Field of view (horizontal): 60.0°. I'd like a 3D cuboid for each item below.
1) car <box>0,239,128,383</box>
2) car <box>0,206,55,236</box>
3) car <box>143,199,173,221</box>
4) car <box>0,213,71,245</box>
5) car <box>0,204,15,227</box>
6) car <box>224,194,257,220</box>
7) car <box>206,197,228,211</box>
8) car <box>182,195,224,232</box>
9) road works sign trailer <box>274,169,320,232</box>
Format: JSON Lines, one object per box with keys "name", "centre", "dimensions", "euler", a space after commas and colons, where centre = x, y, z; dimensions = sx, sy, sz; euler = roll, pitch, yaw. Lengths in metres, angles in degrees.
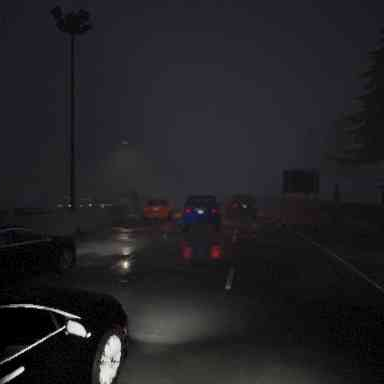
{"name": "car", "centre": [-2.132, 1.504, 2.514], "dimensions": [1.837, 1.490, 4.892], "euler": [0, 0, 14]}
{"name": "car", "centre": [-10.141, 1.597, 19.576], "dimensions": [1.895, 1.301, 4.718], "euler": [0, 0, 4]}
{"name": "car", "centre": [-2.698, 1.347, 27.295], "dimensions": [2.097, 1.767, 4.553], "euler": [0, 0, 1]}
{"name": "car", "centre": [-4.576, 1.489, 7.730], "dimensions": [2.128, 1.511, 4.902], "euler": [0, 0, 11]}
{"name": "car", "centre": [-13.540, 1.543, 20.515], "dimensions": [2.033, 1.411, 5.357], "euler": [0, 0, 4]}
{"name": "car", "centre": [4.158, 1.218, 28.453], "dimensions": [2.150, 2.045, 5.566], "euler": [0, 0, 1]}
{"name": "car", "centre": [3.190, 1.470, 42.800], "dimensions": [1.882, 1.535, 5.008], "euler": [0, 0, -7]}
{"name": "car", "centre": [0.637, 1.212, 20.484], "dimensions": [2.150, 2.045, 5.566], "euler": [0, -1, 3]}
{"name": "road works sign trailer", "centre": [6.491, 0.461, 19.307], "dimensions": [2.380, 3.560, 2.880], "euler": [0, 0, -15]}
